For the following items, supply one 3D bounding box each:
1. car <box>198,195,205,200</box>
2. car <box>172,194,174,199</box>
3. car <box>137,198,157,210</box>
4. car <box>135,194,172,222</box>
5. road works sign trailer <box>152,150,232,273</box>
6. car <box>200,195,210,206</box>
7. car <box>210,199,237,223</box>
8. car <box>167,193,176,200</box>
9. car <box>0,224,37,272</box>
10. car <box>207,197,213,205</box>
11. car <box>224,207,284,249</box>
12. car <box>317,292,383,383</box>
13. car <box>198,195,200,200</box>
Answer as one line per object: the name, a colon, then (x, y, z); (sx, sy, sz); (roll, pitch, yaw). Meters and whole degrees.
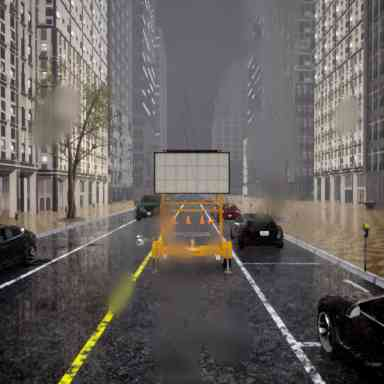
car: (2.663, 1.498, 93.378); (2.008, 1.369, 4.403); (-1, 0, 0)
car: (-5.714, 1.487, 76.259); (1.752, 1.417, 4.829); (-1, 0, 0)
car: (-5.706, 1.534, 42.580); (2.008, 1.369, 4.403); (-1, 0, 0)
car: (-3.105, 1.213, 26.787); (2.150, 2.045, 5.566); (0, 0, 0)
road works sign trailer: (0.001, 0.462, 10.643); (2.380, 3.560, 2.880); (0, 0, 0)
car: (2.672, 1.522, 53.879); (1.887, 1.381, 4.507); (-1, 0, 0)
car: (2.678, 1.536, 25.665); (1.887, 1.381, 4.507); (-1, 0, 0)
car: (-5.721, 1.262, 93.353); (2.192, 1.841, 5.009); (-1, 0, 0)
car: (-5.699, 1.564, 8.732); (1.947, 1.339, 4.313); (-1, 0, 0)
car: (2.677, 1.514, 31.477); (1.752, 1.417, 4.829); (-1, 0, 0)
car: (2.681, 1.562, 14.379); (1.947, 1.339, 4.313); (-1, 0, 0)
car: (2.684, 1.565, 3.093); (1.947, 1.339, 4.313); (-1, 0, 0)
car: (2.667, 1.513, 76.449); (2.008, 1.369, 4.403); (-1, 0, 0)
